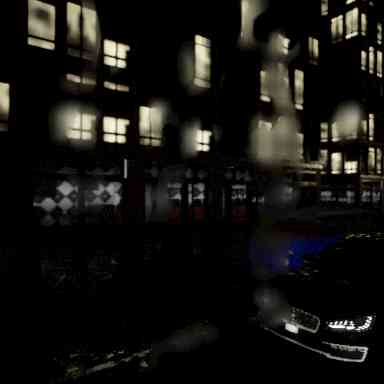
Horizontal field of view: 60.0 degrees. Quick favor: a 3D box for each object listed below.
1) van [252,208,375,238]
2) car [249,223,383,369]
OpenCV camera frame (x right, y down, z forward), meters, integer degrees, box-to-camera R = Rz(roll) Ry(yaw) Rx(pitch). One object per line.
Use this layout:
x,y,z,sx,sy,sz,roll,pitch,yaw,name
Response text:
3.346,1.342,8.945,3.998,1.788,1.690,0,0,-36,van
3.264,1.505,5.711,4.892,1.490,1.837,0,0,-36,car
